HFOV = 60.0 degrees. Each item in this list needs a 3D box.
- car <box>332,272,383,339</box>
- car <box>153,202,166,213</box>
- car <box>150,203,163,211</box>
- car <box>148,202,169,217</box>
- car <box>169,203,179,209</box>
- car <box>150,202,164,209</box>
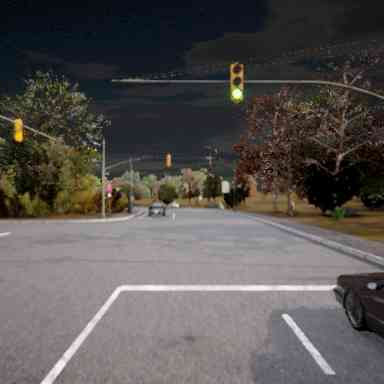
[{"bbox_3d":[3.601,1.594,3.923,2.033,1.411,5.357,0,-1,0],"label":"car"},{"bbox_3d":[-4.788,2.254,48.713,1.882,1.535,5.008,0,-2,-7],"label":"car"},{"bbox_3d":[-6.611,2.750,61.085,1.994,1.385,4.181,0,-2,-11],"label":"car"},{"bbox_3d":[-4.010,2.005,38.410,2.128,1.511,4.902,0,-1,-3],"label":"car"},{"bbox_3d":[-4.486,3.271,78.874,1.812,1.442,4.674,0,-2,-22],"label":"car"},{"bbox_3d":[-8.355,3.262,79.071,1.882,1.535,5.008,0,-2,-25],"label":"car"}]
